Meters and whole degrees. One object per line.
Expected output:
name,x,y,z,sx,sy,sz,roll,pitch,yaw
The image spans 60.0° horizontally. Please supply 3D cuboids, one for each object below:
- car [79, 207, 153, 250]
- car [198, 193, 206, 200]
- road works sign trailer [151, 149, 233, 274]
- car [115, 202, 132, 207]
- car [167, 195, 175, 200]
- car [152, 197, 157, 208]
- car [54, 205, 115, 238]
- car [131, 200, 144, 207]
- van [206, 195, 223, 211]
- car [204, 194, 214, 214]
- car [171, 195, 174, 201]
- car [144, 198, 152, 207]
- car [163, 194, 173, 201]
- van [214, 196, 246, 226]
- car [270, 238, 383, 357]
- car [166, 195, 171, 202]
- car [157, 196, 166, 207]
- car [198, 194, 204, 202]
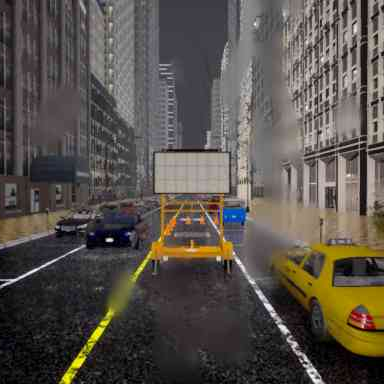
car,-3.000,1.560,14.087,1.994,1.385,4.181,0,0,0
car,2.686,1.291,91.343,2.192,1.841,5.009,-1,0,0
road works sign trailer,0.002,0.462,10.487,2.380,3.560,2.880,0,0,0
car,-5.696,1.560,23.139,1.947,1.339,4.313,-1,0,0
car,-5.693,1.501,91.173,1.752,1.417,4.829,-1,0,0
car,-5.695,1.573,40.190,1.802,1.307,4.206,-1,0,0
car,-5.697,1.547,17.455,2.008,1.369,4.403,-1,0,0
car,-5.696,1.538,28.822,1.887,1.381,4.507,-1,0,0
van,2.683,1.332,40.189,1.690,1.788,3.998,-1,0,0
car,2.682,1.307,34.506,2.192,1.841,5.009,-1,0,0
car,-5.693,1.563,74.291,1.802,1.307,4.206,-1,0,0
car,-5.696,1.543,34.506,2.008,1.369,4.403,-1,0,0
car,-5.694,1.420,79.975,1.967,1.590,4.097,-1,0,0
van,2.682,1.336,23.138,1.690,1.788,3.998,-1,0,0
car,2.683,1.524,6.257,1.752,1.417,4.829,-1,0,0
car,-5.694,1.535,62.924,2.008,1.369,4.403,-1,0,0
car,-5.695,1.539,51.557,2.008,1.369,4.403,-1,0,0
car,2.687,1.535,62.923,2.008,1.369,4.403,-1,0,0
